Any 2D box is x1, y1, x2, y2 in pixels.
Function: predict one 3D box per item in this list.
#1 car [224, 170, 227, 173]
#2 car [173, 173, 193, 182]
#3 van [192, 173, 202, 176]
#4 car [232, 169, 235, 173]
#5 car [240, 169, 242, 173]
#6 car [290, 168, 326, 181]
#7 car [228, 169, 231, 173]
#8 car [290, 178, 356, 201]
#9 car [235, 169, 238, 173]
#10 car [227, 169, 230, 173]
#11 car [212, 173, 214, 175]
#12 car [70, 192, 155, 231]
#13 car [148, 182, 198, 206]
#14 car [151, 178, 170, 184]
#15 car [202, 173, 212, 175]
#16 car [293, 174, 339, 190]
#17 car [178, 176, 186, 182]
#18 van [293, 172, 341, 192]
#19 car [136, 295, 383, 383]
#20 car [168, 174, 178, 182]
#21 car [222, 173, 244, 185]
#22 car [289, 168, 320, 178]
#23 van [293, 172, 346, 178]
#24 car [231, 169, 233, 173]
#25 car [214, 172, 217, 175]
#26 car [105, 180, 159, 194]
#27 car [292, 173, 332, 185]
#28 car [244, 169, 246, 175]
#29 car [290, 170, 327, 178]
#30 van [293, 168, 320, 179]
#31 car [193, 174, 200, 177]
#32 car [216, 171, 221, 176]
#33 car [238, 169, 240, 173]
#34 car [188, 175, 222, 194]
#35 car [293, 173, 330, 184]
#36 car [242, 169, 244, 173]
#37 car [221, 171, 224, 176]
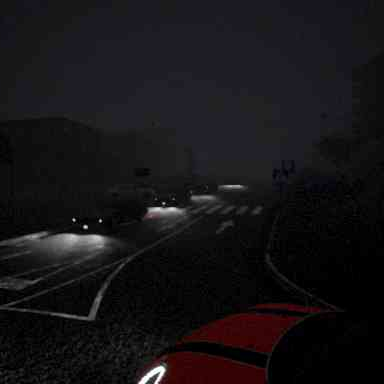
[{"bbox_3d":[3.653,-2.972,64.731,4.892,1.521,2.231,-2,5,-4],"label":"car"},{"bbox_3d":[-2.595,-1.144,42.151,4.553,1.767,2.185,-2,5,-4],"label":"car"},{"bbox_3d":[-1.190,-1.728,47.798,4.442,1.987,1.878,-2,5,-4],"label":"van"},{"bbox_3d":[6.857,-4.055,75.980,4.553,1.767,2.185,-2,5,-4],"label":"car"},{"bbox_3d":[9.060,-4.588,84.420,5.366,1.575,1.946,-2,4,-4],"label":"car"},{"bbox_3d":[20.663,-3.135,59.365,5.566,2.045,2.435,-1,5,-4],"label":"car"},{"bbox_3d":[5.260,-3.585,70.355,4.553,1.767,2.185,-2,5,-4],"label":"car"},{"bbox_3d":[11.067,-0.124,27.864,5.008,1.535,2.097,-1,5,-3],"label":"car"},{"bbox_3d":[7.640,-4.157,78.805,5.008,1.535,2.097,-2,4,-4],"label":"car"},{"bbox_3d":[4.444,-3.218,67.550,5.008,1.535,2.097,-2,5,-4],"label":"car"},{"bbox_3d":[0.488,-1.997,53.468,5.008,1.535,2.097,-2,4,-4],"label":"car"},{"bbox_3d":[-4.060,1.022,17.460,2.033,1.411,5.357,0,4,16],"label":"car"},{"bbox_3d":[-1.388,0.241,27.199,2.033,1.411,5.357,0,5,16],"label":"car"},{"bbox_3d":[-4.918,-0.254,33.662,4.792,1.488,2.163,-2,4,-5],"label":"car"},{"bbox_3d":[-0.100,-1.763,50.660,5.366,1.575,1.946,-2,4,-4],"label":"car"},{"bbox_3d":[14.581,-1.250,39.273,4.553,1.767,2.185,-1,5,-3],"label":"car"},{"bbox_3d":[-3.427,-0.742,39.325,4.792,1.488,2.163,-2,5,-4],"label":"car"},{"bbox_3d":[13.610,-1.098,36.396,4.442,1.987,1.878,-1,5,-3],"label":"van"},{"bbox_3d":[1.665,1.348,1.883,4.553,1.767,2.097,0,0,36],"label":"car"},{"bbox_3d":[-4.147,-0.653,36.480,4.553,1.767,2.185,-2,5,-5],"label":"car"},{"bbox_3d":[6.270,-1.780,50.401,1.994,1.385,4.181,0,5,16],"label":"car"},{"bbox_3d":[23.917,-4.118,70.853,5.566,2.045,2.435,-1,4,-4],"label":"car"},{"bbox_3d":[12.071,-0.601,30.705,4.442,1.987,1.878,-1,5,-3],"label":"van"},{"bbox_3d":[6.029,-3.658,73.189,4.674,1.452,2.002,-2,4,-4],"label":"car"},{"bbox_3d":[1.311,-2.213,56.288,4.792,1.488,2.163,-2,4,-4],"label":"car"},{"bbox_3d":[-5.720,0.003,30.822,4.674,1.452,2.002,-2,4,-5],"label":"car"},{"bbox_3d":[17.255,-1.877,47.868,4.892,1.521,2.231,-1,5,-3],"label":"car"},{"bbox_3d":[11.686,-5.196,92.867,4.892,1.521,2.231,-2,4,-4],"label":"car"},{"bbox_3d":[12.811,-0.874,33.543,5.566,2.045,2.435,-1,5,-3],"label":"car"},{"bbox_3d":[22.377,-3.610,65.119,4.442,1.987,1.878,-1,4,-4],"label":"van"},{"bbox_3d":[-1.851,-1.264,45.000,5.008,1.535,2.097,-2,4,-4],"label":"car"},{"bbox_3d":[2.059,-2.485,59.106,5.008,1.535,2.097,-2,4,-4],"label":"car"},{"bbox_3d":[8.431,-4.375,81.620,5.008,1.535,2.097,-2,4,-4],"label":"car"},{"bbox_3d":[1.505,-0.679,36.950,1.882,1.535,5.008,0,5,19],"label":"car"},{"bbox_3d":[18.138,-2.100,50.748,4.792,1.488,2.163,-1,5,-3],"label":"car"},{"bbox_3d":[10.016,-5.047,87.221,5.566,2.045,2.435,-2,4,-4],"label":"car"},{"bbox_3d":[2.860,-2.728,61.919,4.892,1.521,2.231,-2,5,-4],"label":"car"}]
